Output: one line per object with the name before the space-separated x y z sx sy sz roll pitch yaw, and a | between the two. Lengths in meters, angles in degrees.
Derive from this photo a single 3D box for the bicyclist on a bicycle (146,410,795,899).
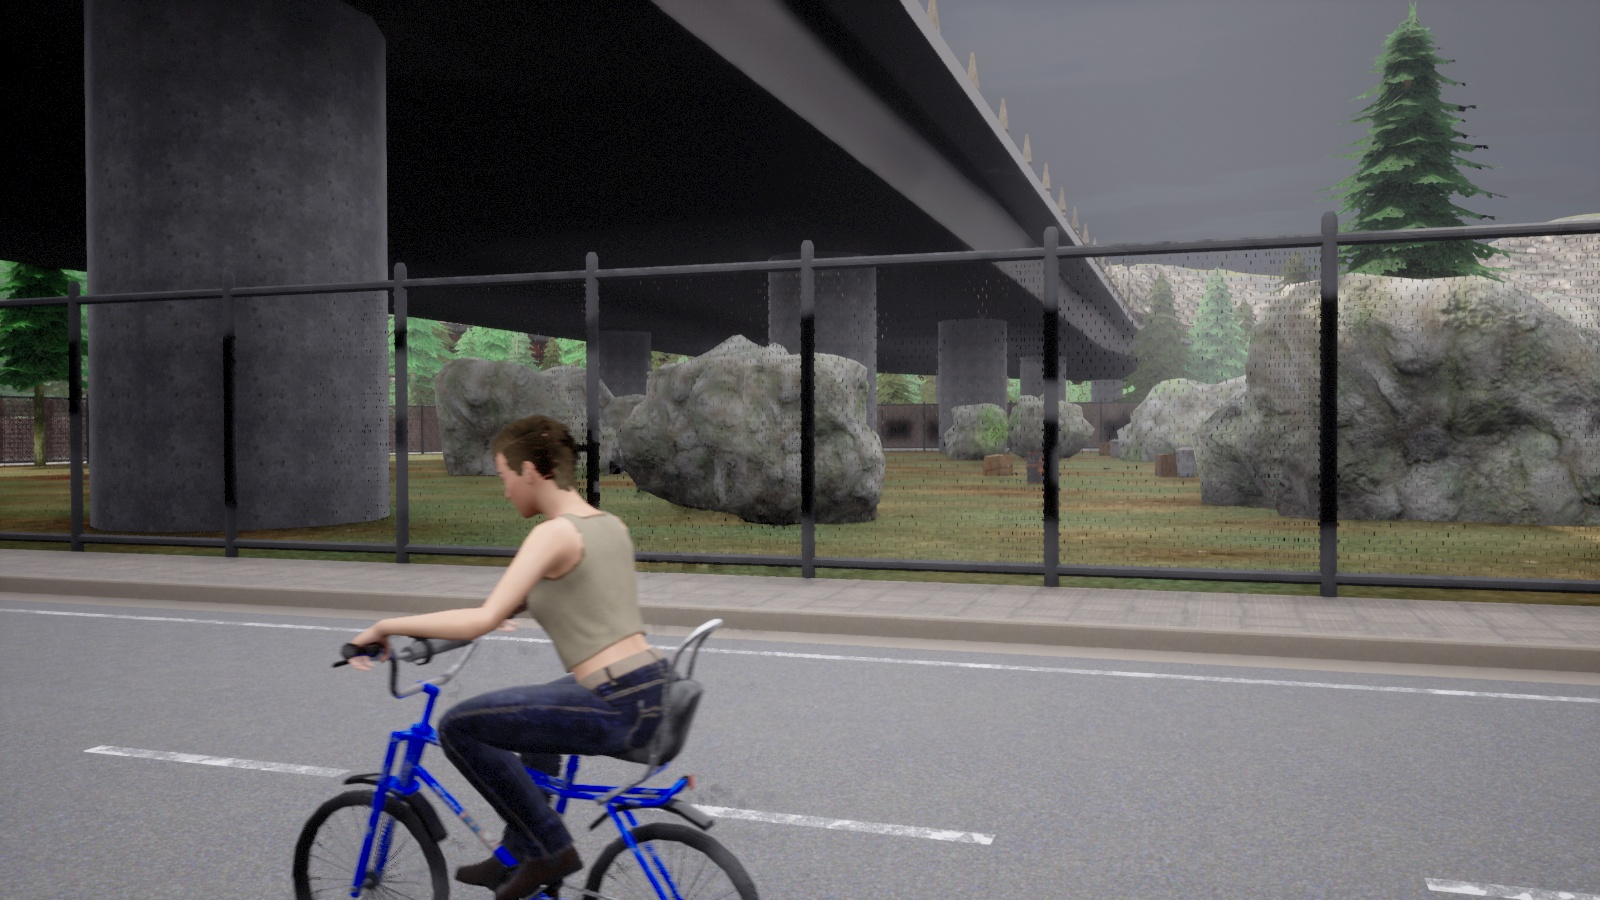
bicyclist on a bicycle | -0.871 0.704 3.487 1.509 1.612 0.866 1 1 19
